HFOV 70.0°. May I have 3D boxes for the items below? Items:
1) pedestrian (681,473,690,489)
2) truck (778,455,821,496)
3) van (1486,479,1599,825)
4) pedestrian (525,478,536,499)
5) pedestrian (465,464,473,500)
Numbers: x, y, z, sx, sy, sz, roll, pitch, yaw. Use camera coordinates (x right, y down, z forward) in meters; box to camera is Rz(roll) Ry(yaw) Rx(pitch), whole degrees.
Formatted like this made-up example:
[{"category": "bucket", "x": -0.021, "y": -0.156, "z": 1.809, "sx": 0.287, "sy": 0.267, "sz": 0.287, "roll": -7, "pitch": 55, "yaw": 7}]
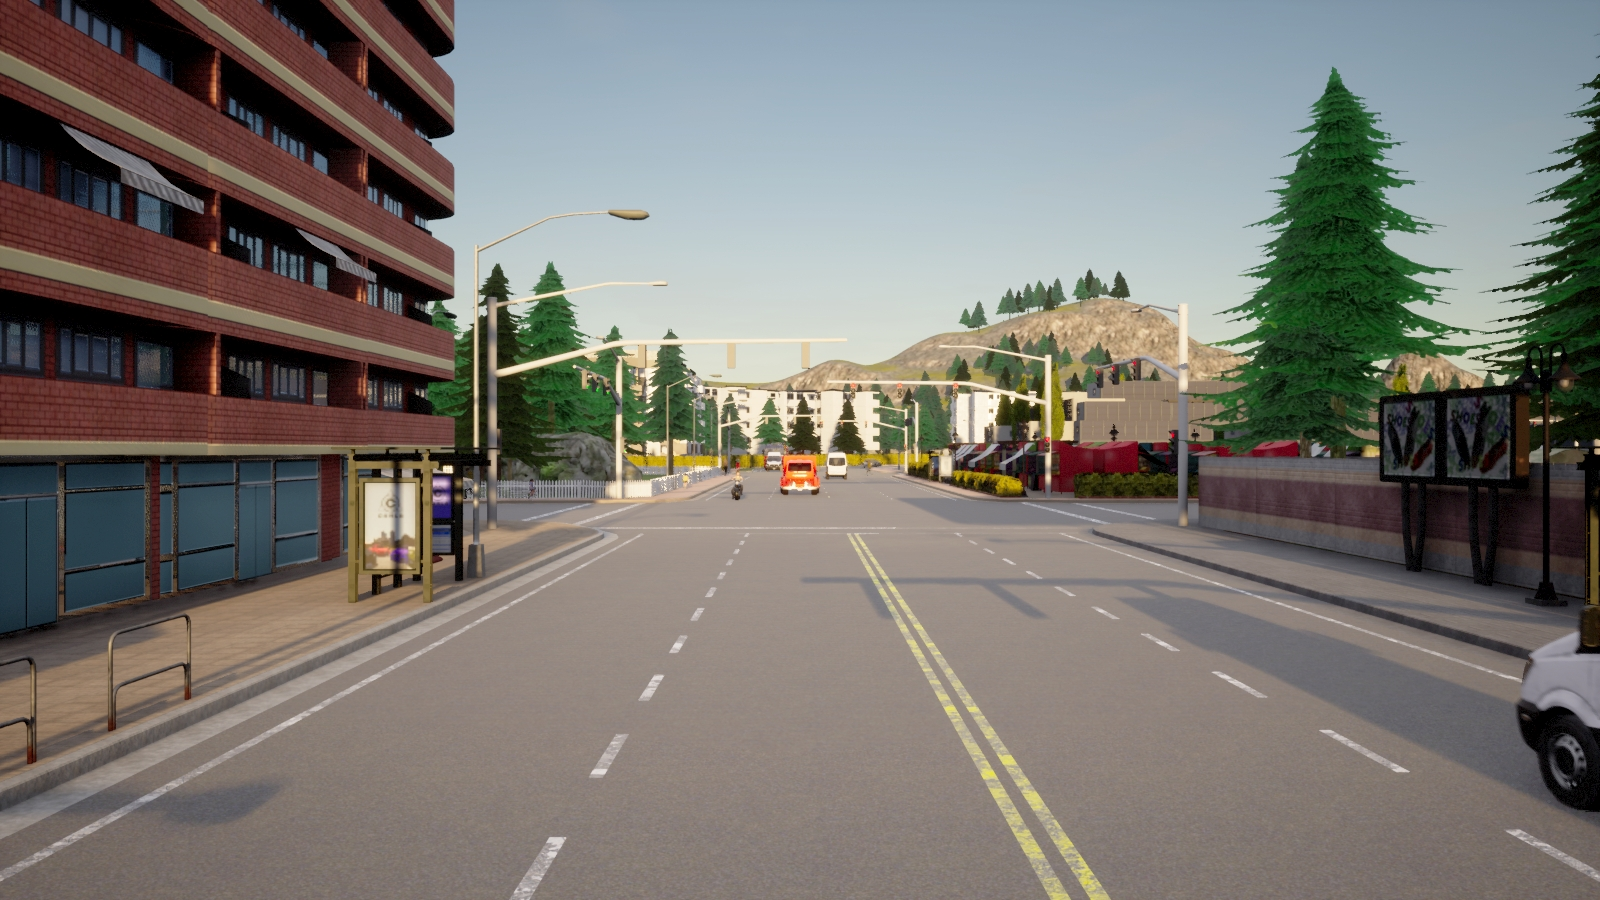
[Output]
[{"category": "pedestrian", "x": -7.755, "y": 2.080, "z": 77.402, "sx": 0.500, "sy": 1.100, "sz": 0.500, "roll": 0, "pitch": 0, "yaw": 0}, {"category": "truck", "x": -0.006, "y": 1.572, "z": 72.542, "sx": 2.627, "sy": 2.467, "sz": 5.204, "roll": 0, "pitch": 0, "yaw": 0}, {"category": "van", "x": 6.995, "y": 1.535, "z": 7.037, "sx": 1.988, "sy": 2.561, "sz": 5.915, "roll": 0, "pitch": 0, "yaw": 0}, {"category": "pedestrian", "x": -14.186, "y": 2.024, "z": 60.158, "sx": 0.500, "sy": 1.100, "sz": 0.500, "roll": 0, "pitch": 0, "yaw": -8}, {"category": "pedestrian", "x": -17.003, "y": 1.644, "z": 58.770, "sx": 0.375, "sy": 1.860, "sz": 0.375, "roll": 0, "pitch": 0, "yaw": -13}]
